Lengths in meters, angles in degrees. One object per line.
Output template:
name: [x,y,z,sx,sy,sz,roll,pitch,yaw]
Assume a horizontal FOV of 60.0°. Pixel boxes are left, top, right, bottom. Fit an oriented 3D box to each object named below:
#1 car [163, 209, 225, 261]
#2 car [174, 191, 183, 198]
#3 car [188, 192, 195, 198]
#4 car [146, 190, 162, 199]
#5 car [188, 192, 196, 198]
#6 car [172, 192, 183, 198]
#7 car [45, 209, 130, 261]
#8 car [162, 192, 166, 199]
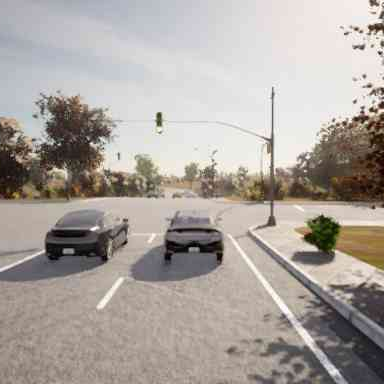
car: [0.063,1.347,11.694,2.128,1.511,4.902,0,1,0]
car: [-3.585,0.672,88.437,2.097,1.767,4.553,0,-1,0]
car: [-0.085,0.796,88.468,1.882,1.535,5.008,0,-1,0]
car: [-7.094,0.445,60.343,1.837,1.490,4.892,0,-1,0]
car: [-0.075,0.805,78.443,1.812,1.442,4.674,0,-1,0]
car: [-3.575,0.750,78.024,1.882,1.535,5.008,0,-1,0]
car: [-3.436,1.361,11.694,1.837,1.490,4.892,0,1,0]
car: [-7.073,0.764,75.823,2.128,1.511,4.902,0,-1,0]
